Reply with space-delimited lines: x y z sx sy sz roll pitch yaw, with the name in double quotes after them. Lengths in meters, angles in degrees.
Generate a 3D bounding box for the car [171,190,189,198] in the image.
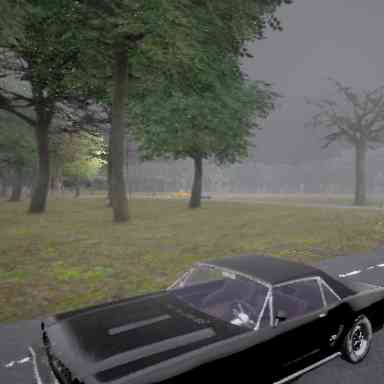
-2.563 0.404 71.244 1.882 1.535 5.008 2 -1 -36 "car"

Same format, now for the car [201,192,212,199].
2.005 0.689 64.952 1.994 1.385 4.181 2 -1 -35 "car"

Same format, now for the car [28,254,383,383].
0.573 1.600 4.278 4.718 1.301 1.895 0 0 -35 "car"
